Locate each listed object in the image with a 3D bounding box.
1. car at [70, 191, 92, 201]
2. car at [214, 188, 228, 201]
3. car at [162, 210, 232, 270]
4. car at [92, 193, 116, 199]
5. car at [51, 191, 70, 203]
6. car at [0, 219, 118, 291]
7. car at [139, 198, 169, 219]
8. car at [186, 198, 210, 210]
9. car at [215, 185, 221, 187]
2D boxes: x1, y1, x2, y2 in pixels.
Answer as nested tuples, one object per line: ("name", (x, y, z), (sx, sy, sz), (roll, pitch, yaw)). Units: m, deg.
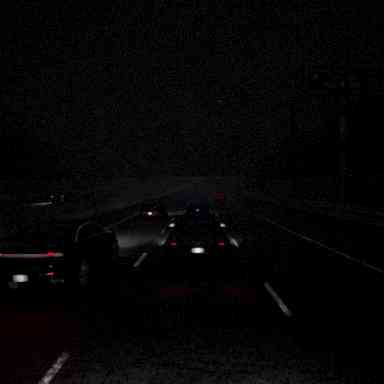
("car", (-16.406, 0.837, 50.950), (1.837, 1.490, 4.892), (0, 1, 3))
("car", (4.941, 0.487, 56.712), (2.097, 1.767, 4.553), (0, 2, 3))
("car", (0.177, 1.523, 10.904), (1.994, 1.385, 4.181), (0, 0, 1))
("car", (-12.915, 0.882, 50.772), (2.033, 1.411, 5.357), (0, 1, 3))
("car", (-19.894, 0.676, 51.268), (2.097, 1.767, 4.553), (0, 1, 3))
("car", (-3.342, 1.461, 8.942), (2.128, 1.511, 4.902), (0, 0, 0))
("car", (-3.044, 1.281, 26.993), (1.837, 1.490, 4.892), (0, 1, 1))
("car", (0.498, 1.228, 28.646), (1.882, 1.535, 5.008), (0, 1, 1))
("car", (6.711, -0.368, 85.204), (1.895, 1.301, 4.718), (0, 3, 4))
